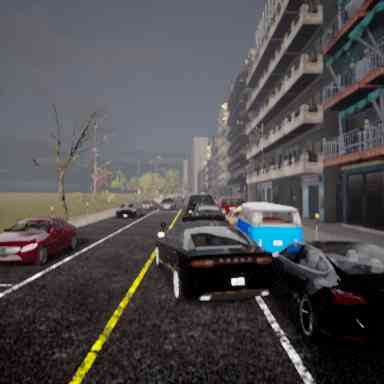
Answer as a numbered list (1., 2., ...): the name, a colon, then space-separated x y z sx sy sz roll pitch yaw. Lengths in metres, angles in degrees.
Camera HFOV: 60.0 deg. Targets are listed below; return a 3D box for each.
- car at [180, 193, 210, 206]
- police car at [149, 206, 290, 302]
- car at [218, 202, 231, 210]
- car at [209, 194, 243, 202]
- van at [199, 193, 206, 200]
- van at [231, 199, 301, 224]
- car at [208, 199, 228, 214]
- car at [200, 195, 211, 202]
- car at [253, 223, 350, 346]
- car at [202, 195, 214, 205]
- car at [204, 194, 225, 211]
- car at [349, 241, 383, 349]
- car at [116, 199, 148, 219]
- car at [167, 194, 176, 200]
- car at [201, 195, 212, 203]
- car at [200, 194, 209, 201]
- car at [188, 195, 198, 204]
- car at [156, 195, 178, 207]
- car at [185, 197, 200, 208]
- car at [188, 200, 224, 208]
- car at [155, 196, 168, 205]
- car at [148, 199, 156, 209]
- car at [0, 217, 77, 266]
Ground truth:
1. car: 0.435 1.144 24.583 2.150 2.045 5.566 0 0 -5
2. police car: 0.226 1.399 8.498 1.930 1.638 5.238 0 0 -13
3. car: 2.613 1.470 17.745 1.752 1.417 4.829 1 0 0
4. car: 2.627 1.243 23.235 2.192 1.841 5.009 1 0 0
5. van: 2.762 1.088 85.506 1.690 1.788 3.998 1 0 0
6. van: 2.602 1.304 11.913 1.690 1.788 3.998 1 0 0
7. car: 2.649 1.476 34.558 1.802 1.307 4.206 1 0 0
8. car: 2.723 1.345 68.523 2.008 1.369 4.403 1 0 0
9. car: 2.587 1.546 6.253 1.947 1.339 4.313 1 0 0
10. car: 2.699 1.352 57.372 1.752 1.417 4.829 1 0 0
11. car: 2.664 1.192 40.218 2.192 1.841 5.009 1 0 0
12. car: 2.578 1.313 0.591 2.192 1.841 5.009 1 0 0
13. car: -5.245 1.479 28.382 1.947 1.339 4.313 1 0 0
14. car: -5.122 1.299 84.921 2.008 1.369 4.403 1 0 0
15. car: 2.711 1.336 63.033 1.752 1.417 4.829 1 0 0
16. car: 2.737 1.218 74.184 1.967 1.590 4.097 1 0 0
17. car: 0.131 1.344 60.259 1.812 1.442 4.674 0 0 0
18. car: -2.762 1.407 38.759 1.812 1.442 4.674 0 0 0
19. car: 0.114 1.406 46.479 2.033 1.411 5.357 0 0 1
20. car: 0.865 1.448 18.643 1.837 1.490 4.892 0 0 0
21. car: -5.183 1.355 56.482 1.752 1.417 4.829 1 0 0
22. car: -5.220 1.460 39.690 1.802 1.307 4.206 1 0 0
23. car: -5.282 1.547 11.420 1.802 1.307 4.206 1 0 0
